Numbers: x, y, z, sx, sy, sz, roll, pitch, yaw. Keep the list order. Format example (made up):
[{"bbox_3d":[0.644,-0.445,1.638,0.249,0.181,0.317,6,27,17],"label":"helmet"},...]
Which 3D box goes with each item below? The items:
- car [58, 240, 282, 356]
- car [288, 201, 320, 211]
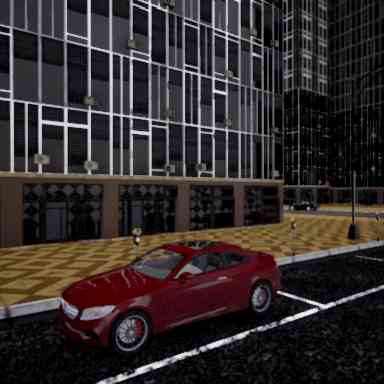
[{"bbox_3d":[-0.150,1.579,5.993,4.206,1.307,1.802,0,0,-36],"label":"car"},{"bbox_3d":[15.229,1.870,45.337,2.008,1.369,4.403,-1,0,-36],"label":"car"}]
